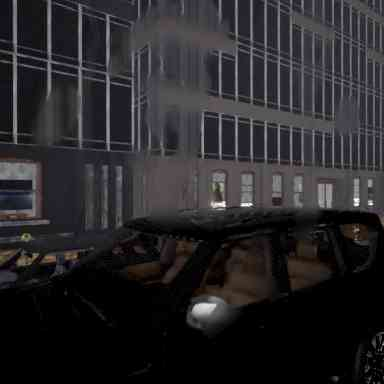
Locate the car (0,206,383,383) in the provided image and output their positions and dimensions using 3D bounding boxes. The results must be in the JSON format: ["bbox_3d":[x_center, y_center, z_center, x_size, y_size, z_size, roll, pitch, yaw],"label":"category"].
[{"bbox_3d":[0.128,1.221,3.470,5.566,2.045,2.150,0,0,-36],"label":"car"}]

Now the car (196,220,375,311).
[{"bbox_3d":[2.467,1.550,8.321,4.403,1.369,2.008,0,0,-36],"label":"car"}]

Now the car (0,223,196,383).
[{"bbox_3d":[-2.166,1.440,5.016,4.097,1.590,1.967,0,0,-36],"label":"car"}]
